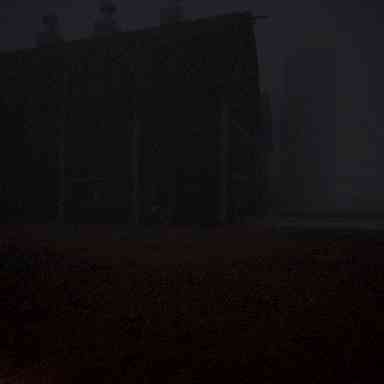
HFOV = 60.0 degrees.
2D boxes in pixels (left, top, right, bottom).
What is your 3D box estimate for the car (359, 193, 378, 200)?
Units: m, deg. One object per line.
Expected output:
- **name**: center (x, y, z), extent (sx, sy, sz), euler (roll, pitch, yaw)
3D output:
- **car**: center (41.635, 1.120, 78.642), extent (3.988, 1.617, 1.851), euler (0, 0, 19)
